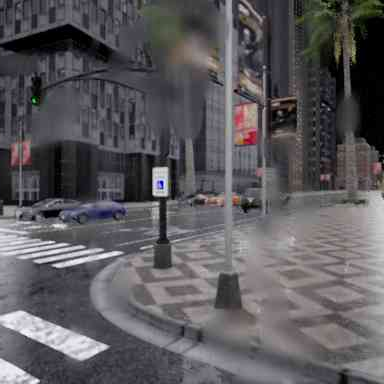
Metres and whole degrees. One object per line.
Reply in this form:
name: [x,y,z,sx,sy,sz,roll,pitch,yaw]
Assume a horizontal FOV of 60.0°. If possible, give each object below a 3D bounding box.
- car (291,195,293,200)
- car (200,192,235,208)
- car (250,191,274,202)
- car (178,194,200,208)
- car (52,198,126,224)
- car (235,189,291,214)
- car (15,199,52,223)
car: [13.634,0.787,50.222,1.895,1.301,4.718,0,1,35]
car: [3.256,0.766,35.744,2.097,1.767,4.553,0,1,35]
car: [10.999,0.633,52.124,1.882,1.535,5.008,0,1,35]
car: [0.335,0.941,37.247,1.812,1.442,4.674,0,1,35]
car: [-6.444,1.232,22.050,1.812,1.442,4.674,0,1,36]
car: [6.149,0.724,28.270,2.150,2.045,5.566,0,1,35]
car: [-9.671,1.206,23.166,2.128,1.511,4.902,0,1,36]
